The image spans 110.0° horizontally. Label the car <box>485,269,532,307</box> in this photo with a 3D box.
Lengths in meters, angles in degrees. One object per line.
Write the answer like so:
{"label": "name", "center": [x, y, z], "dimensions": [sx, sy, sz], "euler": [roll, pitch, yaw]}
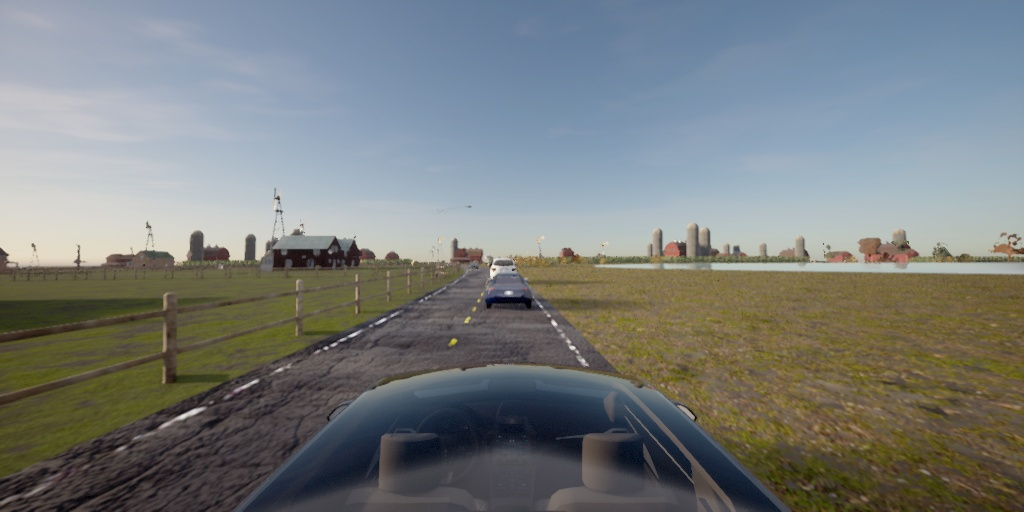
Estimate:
{"label": "car", "center": [-0.170, 1.453, 16.230], "dimensions": [1.994, 1.385, 4.181], "euler": [0, 0, -1]}

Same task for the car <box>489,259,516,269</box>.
{"label": "car", "center": [-0.785, 1.257, 30.963], "dimensions": [2.150, 2.045, 5.566], "euler": [0, 0, -3]}
